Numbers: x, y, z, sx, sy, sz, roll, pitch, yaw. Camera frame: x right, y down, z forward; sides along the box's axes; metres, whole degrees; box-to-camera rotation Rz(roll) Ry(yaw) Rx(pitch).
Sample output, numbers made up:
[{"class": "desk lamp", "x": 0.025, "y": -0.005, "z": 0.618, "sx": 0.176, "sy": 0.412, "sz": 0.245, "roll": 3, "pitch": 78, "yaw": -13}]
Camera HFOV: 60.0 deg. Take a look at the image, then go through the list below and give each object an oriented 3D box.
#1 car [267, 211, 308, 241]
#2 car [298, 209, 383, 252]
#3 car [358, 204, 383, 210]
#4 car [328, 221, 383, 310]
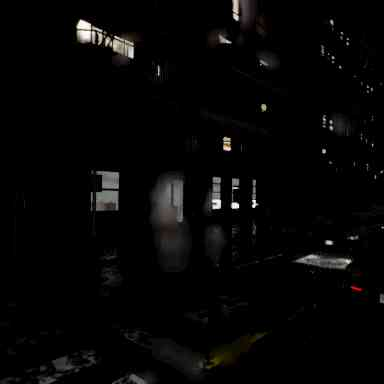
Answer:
[{"class": "car", "x": 5.221, "y": 1.594, "z": 15.833, "sx": 1.802, "sy": 1.307, "sz": 4.206, "roll": 1, "pitch": 1, "yaw": 43}, {"class": "car", "x": 6.086, "y": 1.574, "z": 12.982, "sx": 1.994, "sy": 1.385, "sz": 4.181, "roll": 0, "pitch": 0, "yaw": 43}, {"class": "car", "x": 12.650, "y": 1.543, "z": 23.826, "sx": 1.752, "sy": 1.417, "sz": 4.829, "roll": 1, "pitch": 1, "yaw": 43}, {"class": "car", "x": 4.676, "y": 1.531, "z": 6.907, "sx": 1.812, "sy": 1.442, "sz": 4.674, "roll": 0, "pitch": 0, "yaw": 43}]
